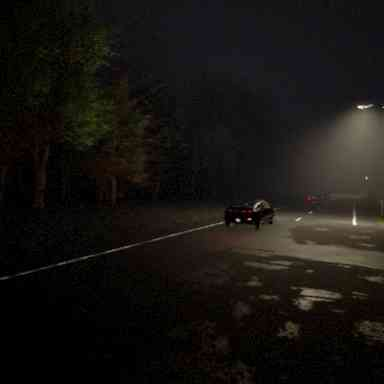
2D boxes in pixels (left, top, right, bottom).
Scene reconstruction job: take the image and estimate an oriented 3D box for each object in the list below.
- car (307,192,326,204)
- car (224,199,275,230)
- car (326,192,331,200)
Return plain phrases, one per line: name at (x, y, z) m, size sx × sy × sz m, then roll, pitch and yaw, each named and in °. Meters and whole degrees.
car at (17.845, 0.921, 48.199) m, size 2.033 × 1.411 × 5.357 m, roll 3°, pitch 1°, yaw 24°
car at (3.327, 1.130, 18.424) m, size 2.128 × 1.511 × 4.902 m, roll 3°, pitch 2°, yaw 26°
car at (26.136, 0.716, 65.478) m, size 1.837 × 1.490 × 4.892 m, roll 3°, pitch 2°, yaw 26°
